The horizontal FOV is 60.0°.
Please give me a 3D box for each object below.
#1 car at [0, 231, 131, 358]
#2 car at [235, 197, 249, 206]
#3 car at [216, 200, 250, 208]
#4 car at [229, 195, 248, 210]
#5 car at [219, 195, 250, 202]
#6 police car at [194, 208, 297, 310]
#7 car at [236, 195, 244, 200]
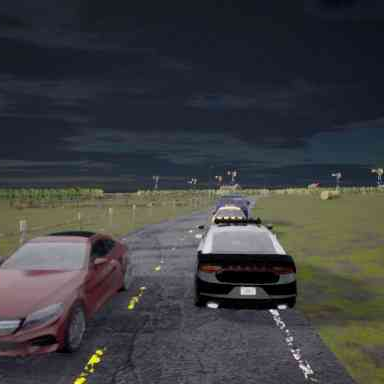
[{"bbox_3d":[-2.422,1.524,6.274,1.812,1.442,4.674,0,0,3],"label":"car"},{"bbox_3d":[8.113,1.507,53.613,1.994,1.385,4.181,0,0,12],"label":"car"},{"bbox_3d":[2.047,1.444,17.937,1.801,1.575,5.366,0,0,7],"label":"car"},{"bbox_3d":[6.186,1.309,43.871,2.097,1.767,4.553,0,0,12],"label":"car"},{"bbox_3d":[2.913,1.206,23.621,2.150,2.045,5.566,0,0,10],"label":"car"},{"bbox_3d":[1.086,1.423,8.056,1.930,1.638,5.238,0,0,4],"label":"police car"},{"bbox_3d":[13.463,1.485,92.767,1.895,1.301,4.718,0,0,12],"label":"car"}]
